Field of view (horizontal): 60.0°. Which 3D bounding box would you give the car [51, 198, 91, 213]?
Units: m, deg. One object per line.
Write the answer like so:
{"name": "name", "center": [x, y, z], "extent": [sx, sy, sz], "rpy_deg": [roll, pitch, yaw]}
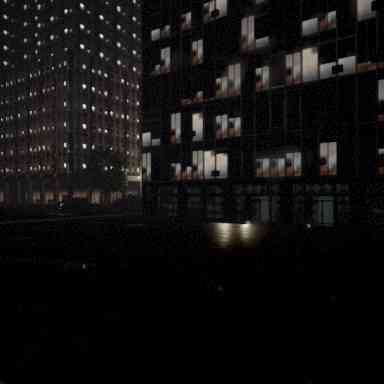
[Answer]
{"name": "car", "center": [-14.304, 1.472, 39.544], "extent": [2.097, 1.767, 4.553], "rpy_deg": [0, 0, 35]}

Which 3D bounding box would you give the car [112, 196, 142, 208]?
{"name": "car", "center": [-9.763, 1.491, 50.714], "extent": [2.192, 1.841, 5.009], "rpy_deg": [-1, -1, 35]}

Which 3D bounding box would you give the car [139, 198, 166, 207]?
{"name": "car", "center": [-6.531, 1.761, 55.404], "extent": [1.947, 1.339, 4.313], "rpy_deg": [0, 0, 35]}
